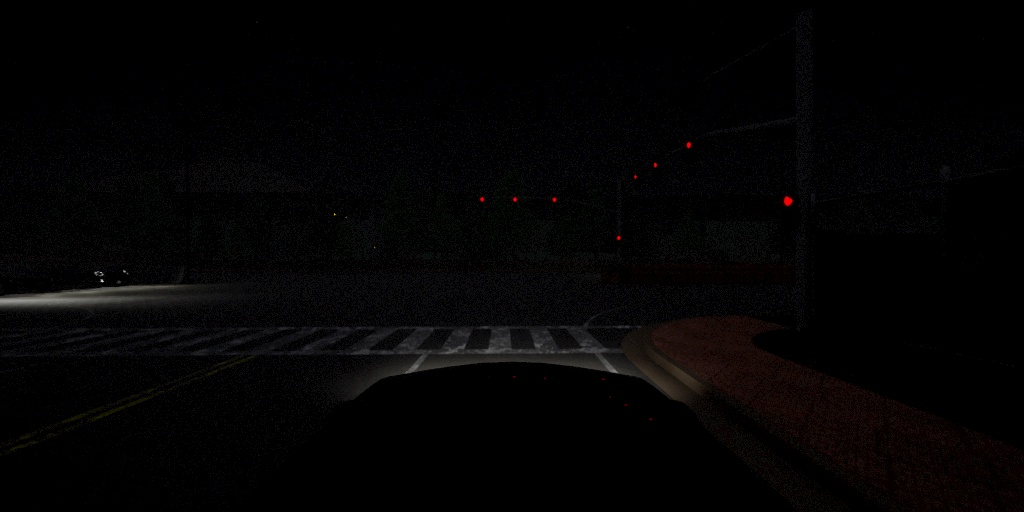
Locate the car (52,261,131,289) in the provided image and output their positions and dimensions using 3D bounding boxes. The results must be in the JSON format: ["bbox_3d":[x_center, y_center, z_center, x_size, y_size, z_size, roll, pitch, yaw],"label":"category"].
[{"bbox_3d":[-27.251,1.086,22.743,4.553,1.767,2.097,0,0,-2],"label":"car"}]

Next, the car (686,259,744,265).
[{"bbox_3d":[18.318,1.243,31.361,4.892,1.490,1.837,0,0,-2],"label":"car"}]

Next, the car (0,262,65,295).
[{"bbox_3d":[-27.840,1.213,19.223,5.008,1.535,1.882,1,0,-2],"label":"car"}]

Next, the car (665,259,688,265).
[{"bbox_3d":[17.837,1.263,34.847,4.674,1.442,1.812,0,0,-2],"label":"car"}]
